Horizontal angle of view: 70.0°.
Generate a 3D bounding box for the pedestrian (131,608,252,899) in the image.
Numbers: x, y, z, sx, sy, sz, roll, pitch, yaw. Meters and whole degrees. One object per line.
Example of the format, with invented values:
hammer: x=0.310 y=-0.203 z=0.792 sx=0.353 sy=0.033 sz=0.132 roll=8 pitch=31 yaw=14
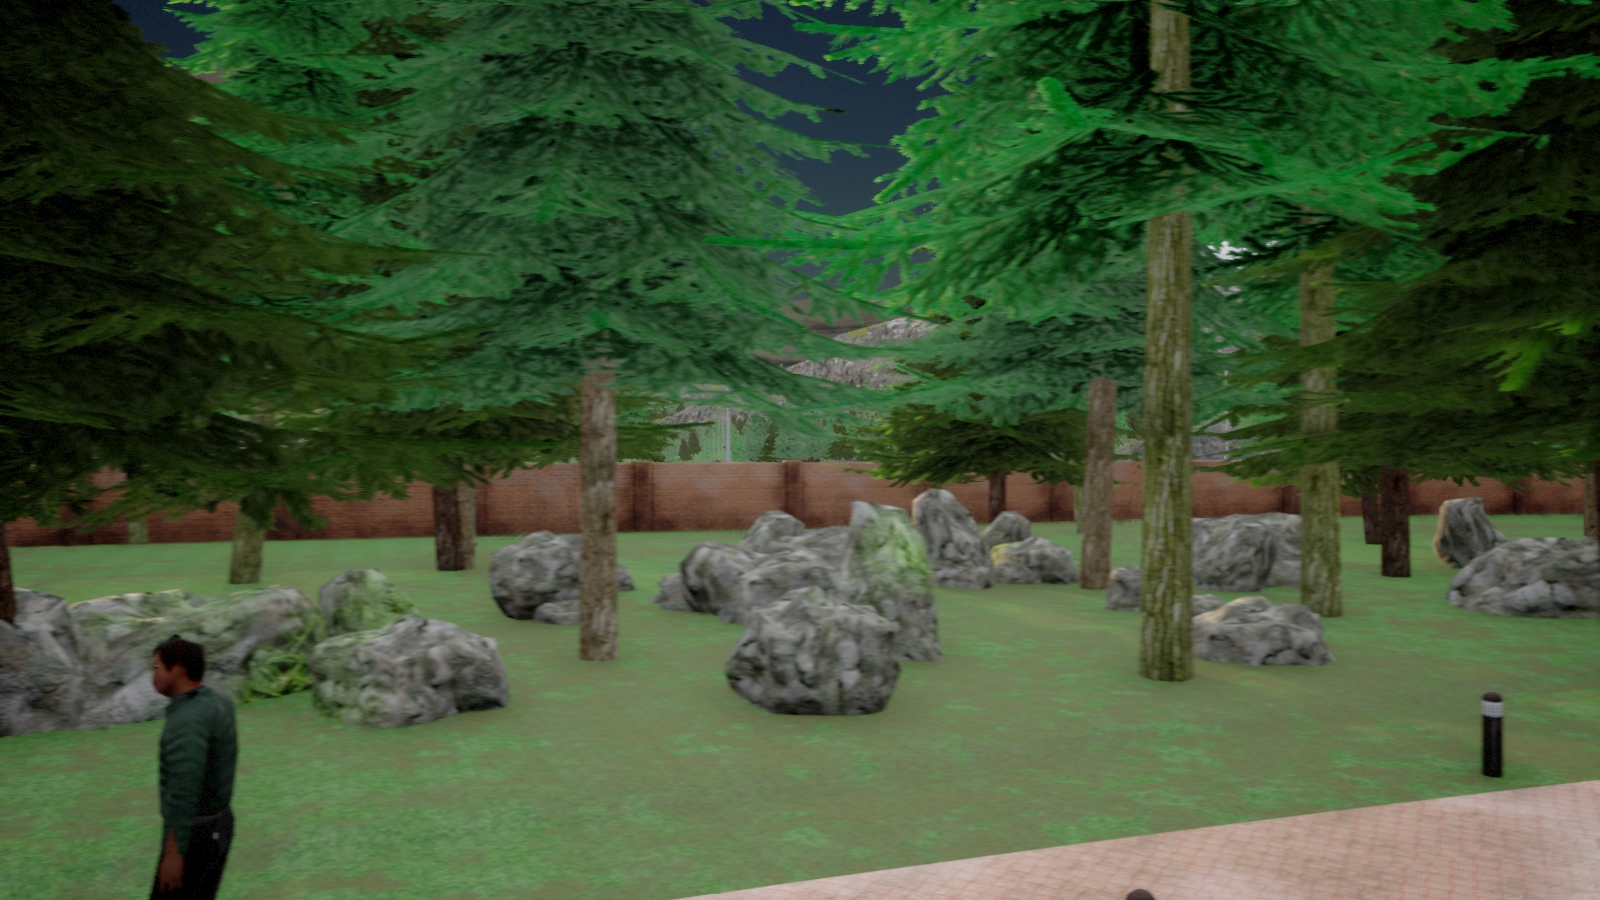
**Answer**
pedestrian: x=-2.705 y=1.666 z=5.098 sx=0.375 sy=1.860 sz=0.375 roll=0 pitch=0 yaw=-9
